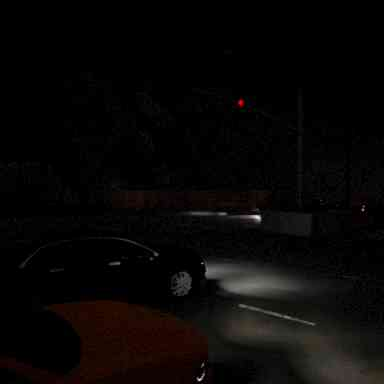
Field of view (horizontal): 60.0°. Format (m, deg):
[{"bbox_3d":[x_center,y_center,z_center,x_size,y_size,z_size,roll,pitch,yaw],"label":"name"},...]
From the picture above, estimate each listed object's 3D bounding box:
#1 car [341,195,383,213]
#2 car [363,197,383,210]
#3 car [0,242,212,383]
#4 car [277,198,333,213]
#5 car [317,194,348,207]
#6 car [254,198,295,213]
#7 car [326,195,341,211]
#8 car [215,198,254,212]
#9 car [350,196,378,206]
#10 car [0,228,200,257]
[{"bbox_3d":[17.578,1.272,33.629,4.553,1.767,2.097,0,0,-35],"label":"car"},{"bbox_3d":[24.303,1.386,42.697,4.902,1.511,2.128,0,0,-35],"label":"car"},{"bbox_3d":[-2.101,1.479,2.247,5.008,1.535,1.882,0,0,-35],"label":"car"},{"bbox_3d":[9.518,1.507,27.955,4.181,1.385,1.994,0,0,-35],"label":"car"},{"bbox_3d":[20.550,1.249,48.619,4.553,1.767,2.097,0,0,-35],"label":"car"},{"bbox_3d":[8.303,1.507,31.372,4.181,1.385,1.994,0,0,-35],"label":"car"},{"bbox_3d":[16.733,1.395,37.299,5.008,1.535,1.882,0,0,-35],"label":"car"},{"bbox_3d":[4.875,1.422,37.507,5.008,1.535,1.882,0,0,-35],"label":"car"},{"bbox_3d":[28.158,1.421,54.252,5.357,1.411,2.033,0,0,-38],"label":"car"},{"bbox_3d":[-1.936,1.501,6.664,4.892,1.490,1.837,0,0,-36],"label":"car"}]
